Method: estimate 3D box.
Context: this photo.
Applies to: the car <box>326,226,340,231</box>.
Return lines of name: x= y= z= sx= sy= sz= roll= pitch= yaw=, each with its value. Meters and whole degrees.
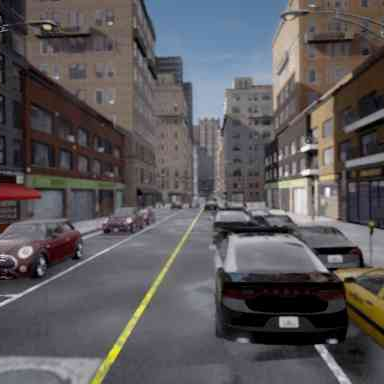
car: x=3.521 y=1.647 z=9.985 sx=1.947 sy=1.339 sz=4.313 roll=-1 pitch=-1 yaw=3

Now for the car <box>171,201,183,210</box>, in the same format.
car: x=-2.516 y=2.210 z=55.072 sx=1.887 sy=1.381 sz=4.507 roll=-1 pitch=-1 yaw=3

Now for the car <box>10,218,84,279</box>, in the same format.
car: x=-5.003 y=1.621 z=10.460 sx=1.967 sy=1.590 sz=4.097 roll=-1 pitch=-1 yaw=3

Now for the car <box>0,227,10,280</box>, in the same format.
car: x=-5.316 y=1.433 z=4.885 sx=2.192 sy=1.841 sz=5.009 roll=-1 pitch=-1 yaw=3

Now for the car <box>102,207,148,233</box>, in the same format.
car: x=-4.382 y=1.746 z=21.613 sx=1.967 sy=1.590 sz=4.097 roll=-1 pitch=-1 yaw=3

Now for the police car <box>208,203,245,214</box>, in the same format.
police car: x=1.939 y=1.605 z=16.836 sx=1.930 sy=1.638 sz=5.238 roll=-1 pitch=-1 yaw=3

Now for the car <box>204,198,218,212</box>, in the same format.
car: x=2.729 y=1.990 z=46.566 sx=1.882 sy=1.535 sz=5.008 roll=-1 pitch=-1 yaw=4

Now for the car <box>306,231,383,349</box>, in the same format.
car: x=3.218 y=1.546 z=4.578 sx=1.752 sy=1.417 sz=4.829 roll=-1 pitch=-1 yaw=3

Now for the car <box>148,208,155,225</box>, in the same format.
car: x=-4.068 y=1.949 z=27.188 sx=1.802 sy=1.307 sz=4.206 roll=-1 pitch=-1 yaw=3

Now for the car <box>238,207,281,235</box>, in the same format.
car: x=4.145 y=1.756 z=21.138 sx=2.008 sy=1.369 sz=4.403 roll=-1 pitch=-1 yaw=3

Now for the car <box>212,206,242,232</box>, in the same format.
car: x=2.268 y=1.771 z=22.716 sx=1.812 sy=1.442 sz=4.674 roll=-1 pitch=-1 yaw=3

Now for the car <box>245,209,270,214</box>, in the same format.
car: x=3.833 y=1.709 z=15.561 sx=1.947 sy=1.339 sz=4.313 roll=-1 pitch=-1 yaw=3

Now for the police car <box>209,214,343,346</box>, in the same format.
police car: x=1.383 y=1.493 z=6.851 sx=1.930 sy=1.638 sz=5.238 roll=-1 pitch=-1 yaw=3

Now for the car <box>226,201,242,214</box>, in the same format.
car: x=5.401 y=1.975 z=43.616 sx=1.752 sy=1.417 sz=4.829 roll=-1 pitch=-1 yaw=3

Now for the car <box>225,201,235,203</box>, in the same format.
car: x=5.080 y=1.939 z=37.869 sx=2.008 sy=1.369 sz=4.403 roll=-1 pitch=-1 yaw=3

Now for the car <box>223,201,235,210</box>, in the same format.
car: x=6.016 y=2.148 z=54.599 sx=1.802 sy=1.307 sz=4.206 roll=-1 pitch=-1 yaw=3

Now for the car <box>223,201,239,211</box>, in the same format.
car: x=5.704 y=2.073 z=49.023 sx=1.947 sy=1.339 sz=4.313 roll=-1 pitch=-1 yaw=3

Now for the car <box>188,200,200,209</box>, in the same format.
car: x=0.423 y=2.177 z=59.750 sx=2.128 sy=1.511 sz=4.902 roll=-1 pitch=-1 yaw=3
